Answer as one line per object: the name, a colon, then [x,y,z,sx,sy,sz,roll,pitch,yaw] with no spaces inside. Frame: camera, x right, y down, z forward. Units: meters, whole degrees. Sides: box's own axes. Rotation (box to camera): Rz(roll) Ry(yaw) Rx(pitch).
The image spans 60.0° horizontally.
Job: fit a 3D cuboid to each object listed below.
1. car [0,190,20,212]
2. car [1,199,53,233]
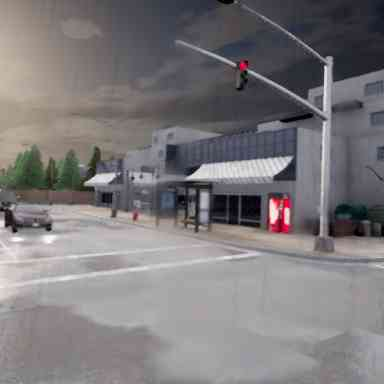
car: [-15.942,0.888,28.004,2.150,2.045,5.566,2,-1,-35]
car: [-8.991,1.308,18.177,1.812,1.442,4.674,2,-1,-36]
